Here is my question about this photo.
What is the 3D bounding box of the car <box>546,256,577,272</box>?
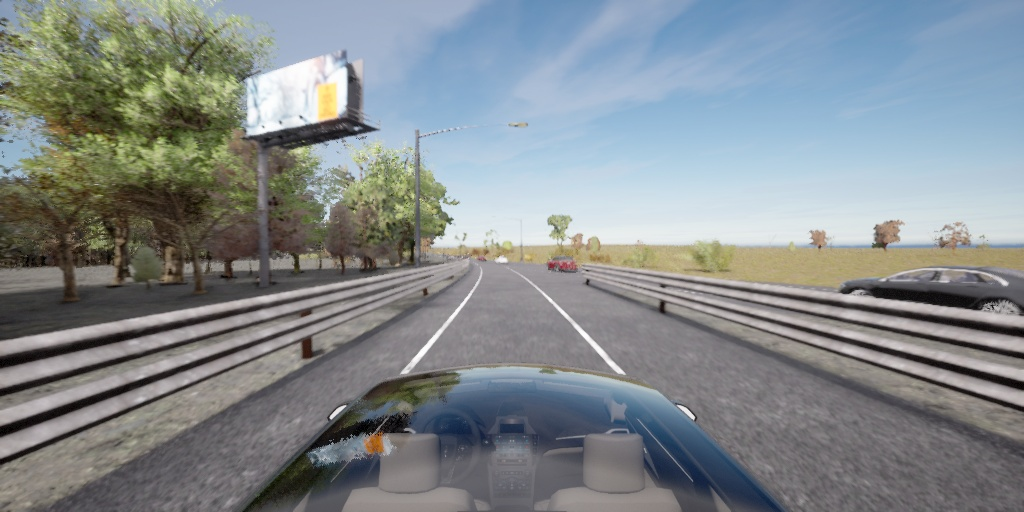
[{"bbox_3d":[5.193,0.749,38.380,2.097,1.767,4.553,-1,0,-14],"label":"car"}]

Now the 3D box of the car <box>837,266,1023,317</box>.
[{"bbox_3d":[12.358,1.017,10.276,2.128,1.511,4.902,-1,0,-14],"label":"car"}]
